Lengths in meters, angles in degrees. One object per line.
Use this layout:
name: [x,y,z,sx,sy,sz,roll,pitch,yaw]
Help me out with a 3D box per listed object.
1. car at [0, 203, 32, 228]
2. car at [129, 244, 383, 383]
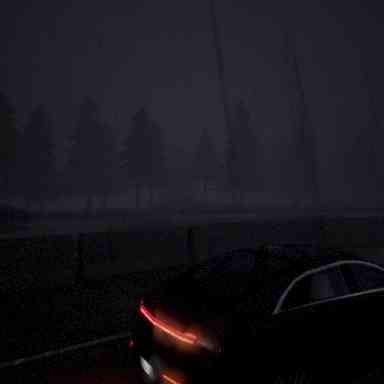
car: [-12.641,1.477,20.443,5.008,1.535,1.882,0,0,-34]
car: [1.608,1.490,4.533,4.902,1.511,2.128,0,0,-32]
